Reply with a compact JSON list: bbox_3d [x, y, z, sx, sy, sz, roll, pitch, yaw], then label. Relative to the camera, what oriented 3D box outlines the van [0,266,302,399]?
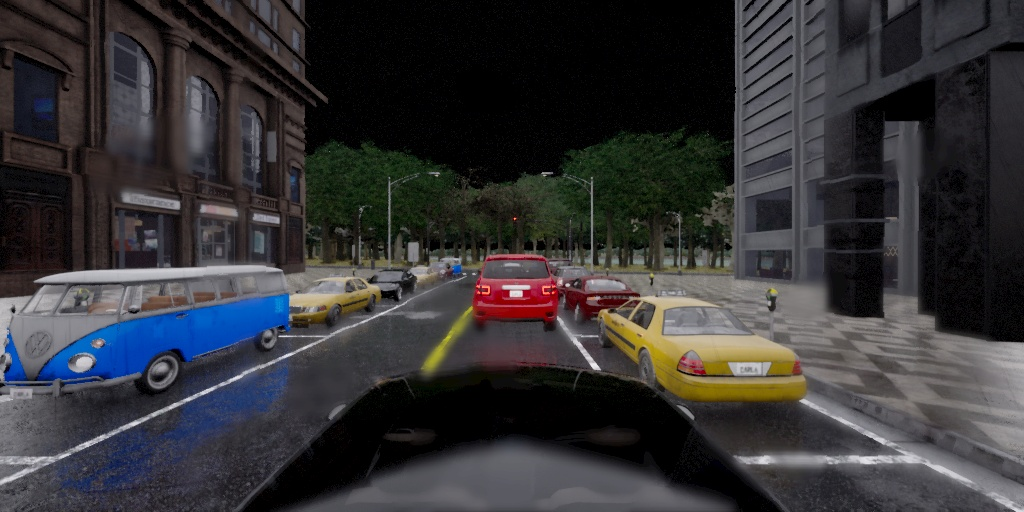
[{"bbox_3d":[-5.763,1.091,6.311,1.690,1.789,3.998,0,0,0],"label":"van"}]

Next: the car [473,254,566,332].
[{"bbox_3d":[0.103,0.972,11.006,2.150,2.045,5.566,0,0,0],"label":"car"}]

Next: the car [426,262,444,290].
[{"bbox_3d":[-5.762,1.277,22.454,1.751,1.417,4.829,0,0,0],"label":"car"}]

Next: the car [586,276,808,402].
[{"bbox_3d":[2.762,1.275,6.480,1.751,1.417,4.829,0,0,0],"label":"car"}]

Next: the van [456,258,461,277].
[{"bbox_3d":[-5.761,1.095,33.499,1.690,1.789,3.998,0,0,0],"label":"van"}]

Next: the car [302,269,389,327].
[{"bbox_3d":[-5.763,1.275,11.579,1.751,1.417,4.829,0,0,0],"label":"car"}]

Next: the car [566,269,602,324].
[{"bbox_3d":[2.763,1.295,11.748,1.888,1.381,4.507,0,0,0],"label":"car"}]

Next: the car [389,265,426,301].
[{"bbox_3d":[-5.762,1.316,17.186,1.948,1.339,4.313,0,0,0],"label":"car"}]

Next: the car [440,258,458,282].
[{"bbox_3d":[-5.762,1.193,28.061,1.967,1.591,4.097,0,0,0],"label":"car"}]

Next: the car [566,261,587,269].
[{"bbox_3d":[2.763,1.191,17.185,1.967,1.591,4.097,0,0,0],"label":"car"}]

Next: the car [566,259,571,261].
[{"bbox_3d":[2.763,1.066,22.623,2.192,1.841,5.009,0,0,0],"label":"car"}]
